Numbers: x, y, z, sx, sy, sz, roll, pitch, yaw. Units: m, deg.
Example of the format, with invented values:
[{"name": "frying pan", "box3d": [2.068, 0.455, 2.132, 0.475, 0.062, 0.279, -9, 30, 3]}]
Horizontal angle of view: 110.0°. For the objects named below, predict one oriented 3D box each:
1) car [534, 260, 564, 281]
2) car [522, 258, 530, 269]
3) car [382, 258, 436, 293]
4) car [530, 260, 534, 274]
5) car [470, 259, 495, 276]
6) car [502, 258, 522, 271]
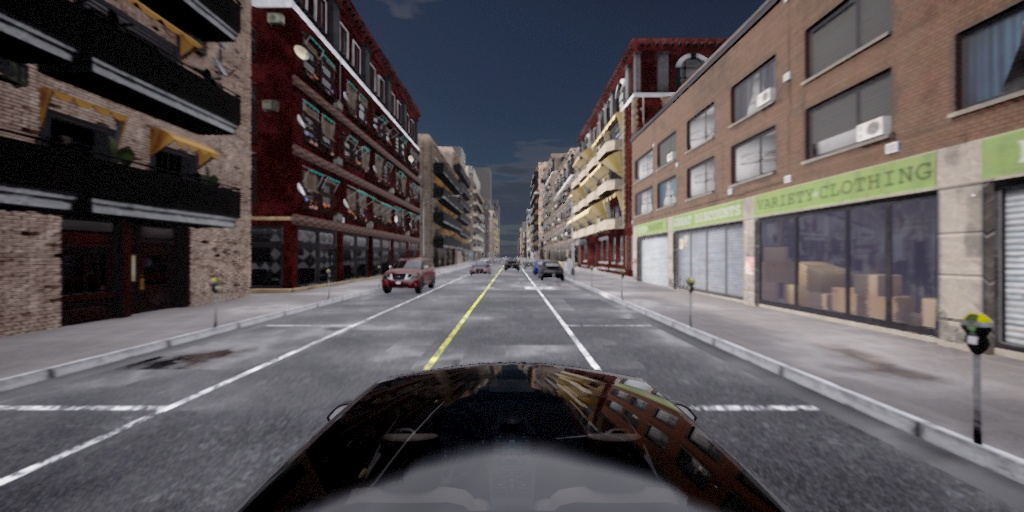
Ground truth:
[{"name": "car", "box3d": [3.139, 1.195, 29.430, 1.837, 1.490, 4.892, 0, 0, 0]}, {"name": "car", "box3d": [2.677, 1.187, 54.251, 2.007, 1.370, 4.403, 0, 0, 0]}, {"name": "car", "box3d": [-5.696, 1.025, 20.437, 2.192, 1.841, 5.009, 0, 0, 0]}, {"name": "car", "box3d": [3.131, 1.154, 36.429, 1.882, 1.535, 5.008, 0, 0, 0]}, {"name": "car", "box3d": [-3.103, 1.240, 36.302, 1.994, 1.385, 4.181, 0, 0, 0]}, {"name": "car", "box3d": [-0.006, 1.123, 46.467, 1.837, 1.490, 4.892, 0, 0, 0]}]
